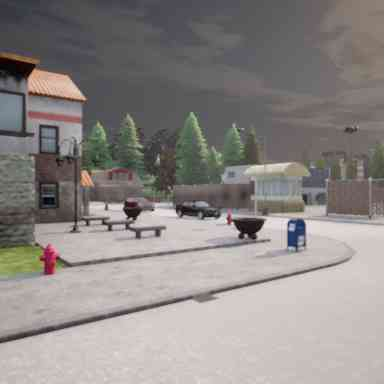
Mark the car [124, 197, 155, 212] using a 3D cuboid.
[{"bbox_3d":[-5.979,1.353,37.672,2.097,1.767,4.553,0,0,-35],"label":"car"}]

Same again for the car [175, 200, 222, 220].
[{"bbox_3d":[0.472,1.476,28.569,1.882,1.535,5.008,0,0,-35],"label":"car"}]
